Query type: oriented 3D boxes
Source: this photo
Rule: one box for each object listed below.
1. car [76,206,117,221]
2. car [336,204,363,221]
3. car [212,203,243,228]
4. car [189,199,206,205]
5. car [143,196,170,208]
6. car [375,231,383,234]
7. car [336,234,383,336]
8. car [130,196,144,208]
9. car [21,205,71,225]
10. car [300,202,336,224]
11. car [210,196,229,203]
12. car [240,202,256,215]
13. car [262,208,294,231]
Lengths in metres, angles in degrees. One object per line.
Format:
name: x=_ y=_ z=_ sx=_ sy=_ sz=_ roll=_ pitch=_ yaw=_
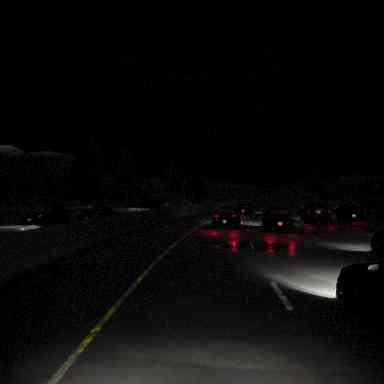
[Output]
car: x=-7.739 y=1.830 z=27.444 sx=1.994 sy=1.385 sz=4.181 roll=0 pitch=-1 yaw=11
car: x=14.946 y=1.871 z=31.824 sx=1.837 sy=1.490 sz=4.892 roll=0 pitch=-1 yaw=14
car: x=2.575 y=1.786 z=24.466 sx=1.812 sy=1.442 sz=4.674 roll=0 pitch=0 yaw=10
car: x=1.187 y=2.160 z=65.719 sx=1.882 sy=1.535 sz=5.008 roll=0 pitch=-1 yaw=25
car: x=-5.813 y=1.813 z=58.512 sx=2.150 sy=2.045 sz=5.566 roll=0 pitch=-1 yaw=23
car: x=7.741 y=1.659 z=10.999 sx=1.812 sy=1.442 sz=4.674 roll=0 pitch=-1 yaw=5
car: x=3.843 y=1.627 z=5.068 sx=1.994 sy=1.385 sz=4.181 roll=0 pitch=-1 yaw=2
car: x=-8.962 y=1.821 z=60.046 sx=2.150 sy=2.045 sz=5.566 roll=0 pitch=-1 yaw=23
car: x=-11.474 y=1.774 z=26.603 sx=1.812 sy=1.442 sz=4.674 roll=0 pitch=-1 yaw=11
car: x=10.577 y=1.675 z=28.631 sx=2.097 sy=1.767 sz=4.553 roll=0 pitch=-1 yaw=12
car: x=5.596 y=1.924 z=66.807 sx=2.150 sy=2.045 sz=5.566 roll=0 pitch=0 yaw=27
car: x=6.668 y=1.945 z=40.950 sx=1.837 sy=1.490 sz=4.892 roll=0 pitch=-1 yaw=17
car: x=5.762 y=1.774 z=22.516 sx=1.812 sy=1.442 sz=4.674 roll=0 pitch=-1 yaw=10
